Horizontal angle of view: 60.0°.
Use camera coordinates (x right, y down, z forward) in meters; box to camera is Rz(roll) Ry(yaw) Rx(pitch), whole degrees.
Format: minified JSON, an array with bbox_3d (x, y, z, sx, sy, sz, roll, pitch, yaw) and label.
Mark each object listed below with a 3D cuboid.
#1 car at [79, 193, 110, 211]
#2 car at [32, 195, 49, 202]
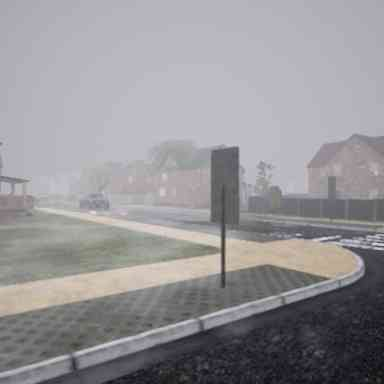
[{"bbox_3d":[-11.518,1.087,39.098,2.150,2.045,5.566,0,0,-36],"label":"car"},{"bbox_3d":[-33.323,1.419,74.046,2.128,1.511,4.902,0,-1,-36],"label":"car"}]
